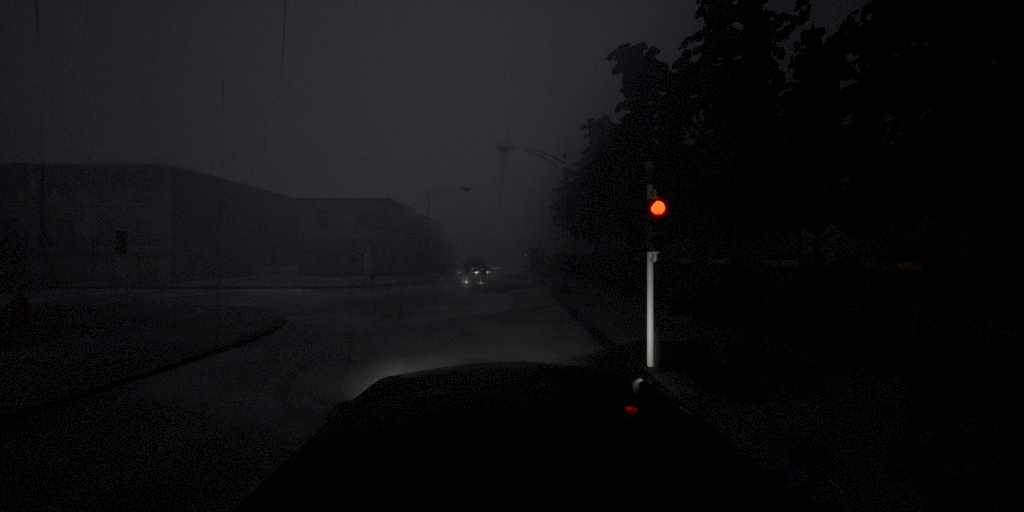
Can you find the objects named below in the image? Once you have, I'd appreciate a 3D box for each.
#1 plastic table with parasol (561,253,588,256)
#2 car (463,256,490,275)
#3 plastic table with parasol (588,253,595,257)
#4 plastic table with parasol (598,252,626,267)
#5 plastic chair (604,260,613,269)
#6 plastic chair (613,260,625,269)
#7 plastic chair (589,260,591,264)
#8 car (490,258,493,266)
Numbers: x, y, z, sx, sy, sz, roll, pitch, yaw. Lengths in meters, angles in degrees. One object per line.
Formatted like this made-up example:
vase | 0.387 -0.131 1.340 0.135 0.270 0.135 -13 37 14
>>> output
plastic table with parasol | 10.016 0.684 57.837 2.482 2.480 2.482 0 0 -40
car | -4.070 0.971 40.154 2.150 2.045 5.566 0 0 0
plastic table with parasol | 14.718 0.672 63.308 2.482 2.480 2.482 0 0 -42
plastic table with parasol | 15.334 0.694 55.094 2.482 2.480 2.482 0 0 -40
plastic chair | 14.359 1.306 54.193 0.730 1.272 0.750 0 0 -35
plastic chair | 16.066 1.296 54.095 0.750 1.272 0.730 0 0 -40
plastic chair | 13.765 1.304 62.421 0.730 1.272 0.750 0 0 -35
car | -4.056 1.350 50.330 1.895 1.301 4.718 0 0 0
